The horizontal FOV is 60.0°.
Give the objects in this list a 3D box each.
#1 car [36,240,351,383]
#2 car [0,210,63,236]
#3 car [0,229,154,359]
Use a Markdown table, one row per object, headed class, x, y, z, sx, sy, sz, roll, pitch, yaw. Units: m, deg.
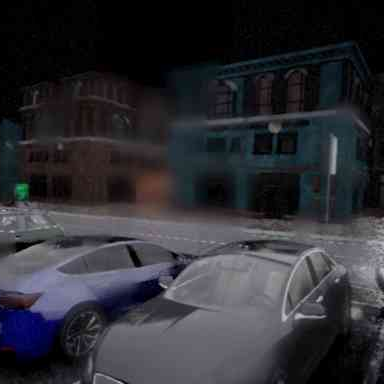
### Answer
| class | x | y | z | sx | sy | sz | roll | pitch | yaw |
| --- | --- | --- | --- | --- | --- | --- | --- | --- | --- |
| car | 0.849 | 1.491 | 4.548 | 2.231 | 1.521 | 4.892 | 0 | 0 | 35 |
| car | -5.943 | 1.353 | 9.423 | 2.185 | 1.767 | 4.553 | 0 | 0 | 35 |
| car | -1.400 | 1.528 | 6.180 | 2.163 | 1.488 | 4.792 | 0 | 0 | 35 |
